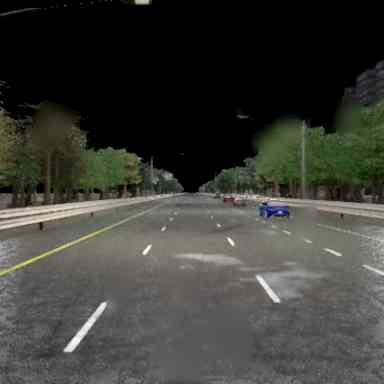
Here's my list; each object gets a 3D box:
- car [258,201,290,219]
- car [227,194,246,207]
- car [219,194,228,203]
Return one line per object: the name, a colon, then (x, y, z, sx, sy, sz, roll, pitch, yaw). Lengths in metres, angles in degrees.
car: (7.041, 1.485, 28.959, 1.882, 1.535, 5.008, 0, 0, 0)
car: (7.113, 1.507, 52.158, 1.812, 1.442, 4.674, 0, 0, 0)
car: (7.165, 1.451, 68.173, 1.882, 1.535, 5.008, 0, 0, 0)
